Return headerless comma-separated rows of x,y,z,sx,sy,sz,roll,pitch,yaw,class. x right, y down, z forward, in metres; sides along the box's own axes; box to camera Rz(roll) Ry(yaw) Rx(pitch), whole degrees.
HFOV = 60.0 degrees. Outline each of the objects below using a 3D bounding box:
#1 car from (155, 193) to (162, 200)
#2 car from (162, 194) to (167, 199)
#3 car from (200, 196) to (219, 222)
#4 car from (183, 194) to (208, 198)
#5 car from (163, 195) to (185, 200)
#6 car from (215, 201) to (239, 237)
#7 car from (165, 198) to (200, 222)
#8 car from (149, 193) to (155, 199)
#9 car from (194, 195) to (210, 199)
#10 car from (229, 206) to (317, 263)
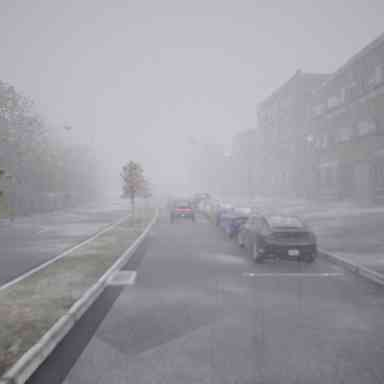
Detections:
-7.165,1.139,83.493,2.097,1.535,5.008,0,0,-15,car
-4.808,1.242,74.189,2.163,1.488,4.792,0,0,-12,car
2.037,1.453,28.840,1.946,1.575,5.366,0,0,-4,car
0.404,1.397,45.281,2.231,1.521,4.892,0,0,-7,car
-2.358,1.482,42.842,1.994,1.385,4.181,0,0,-7,car
2.663,1.471,17.536,2.097,1.535,5.008,0,0,-2,car
-0.801,1.467,26.136,2.128,1.511,4.902,0,0,-4,car
-10.074,1.044,94.094,2.231,1.521,4.892,0,0,-15,car
1.583,1.438,34.387,1.946,1.575,5.366,0,0,-5,car
2.869,1.477,11.978,2.231,1.521,4.892,0,0,-1,car
